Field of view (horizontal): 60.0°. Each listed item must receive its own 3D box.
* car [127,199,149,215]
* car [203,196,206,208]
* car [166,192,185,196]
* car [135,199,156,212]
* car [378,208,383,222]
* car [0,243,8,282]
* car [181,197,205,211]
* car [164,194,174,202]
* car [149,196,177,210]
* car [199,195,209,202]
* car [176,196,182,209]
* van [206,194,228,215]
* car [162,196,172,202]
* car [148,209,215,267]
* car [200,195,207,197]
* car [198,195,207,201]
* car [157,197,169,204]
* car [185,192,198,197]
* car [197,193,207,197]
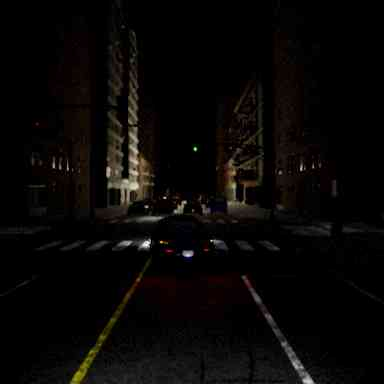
[{"bbox_3d":[-5.395,1.549,33.580,2.008,1.369,4.403,0,0,0],"label":"car"},{"bbox_3d":[2.628,1.581,44.952,1.802,1.307,4.206,0,0,0],"label":"car"},{"bbox_3d":[-2.761,1.217,54.007,2.150,2.045,5.566,0,0,0],"label":"car"},{"bbox_3d":[-5.396,1.543,39.262,1.887,1.381,4.507,0,0,0],"label":"car"},{"bbox_3d":[15.144,1.324,21.436,5.566,2.045,2.150,0,0,0],"label":"car"},{"bbox_3d":[-5.389,1.551,6.498,2.008,1.369,4.403,0,0,0],"label":"car"},{"bbox_3d":[0.094,1.525,33.296,1.812,1.442,4.674,0,0,0],"label":"car"},{"bbox_3d":[-5.404,1.293,79.034,2.192,1.841,5.009,0,0,0],"label":"car"},{"bbox_3d":[-2.843,1.477,33.588,1.882,1.535,5.008,0,0,0],"label":"car"},{"bbox_3d":[2.622,1.423,73.359,1.967,1.590,4.097,0,0,0],"label":"car"},{"bbox_3d":[-2.807,1.546,43.495,2.033,1.411,5.357,0,0,1],"label":"car"},{"bbox_3d":[2.630,1.340,33.590,1.690,1.788,3.998,0,0,0],"label":"van"},{"bbox_3d":[-5.403,1.548,73.353,1.947,1.339,4.313,0,0,0],"label":"car"},{"bbox_3d":[-0.455,1.526,11.436,1.812,1.442,4.674,0,0,-9],"label":"car"},{"bbox_3d":[2.626,1.577,56.315,1.802,1.307,4.206,0,0,0],"label":"car"},{"bbox_3d":[2.620,1.525,84.722,2.008,1.369,4.403,0,0,0],"label":"car"},{"bbox_3d":[-5.400,1.556,61.990,1.947,1.339,4.313,0,0,0],"label":"car"},{"bbox_3d":[-0.013,1.341,63.689,2.097,1.767,4.553,0,0,0],"label":"car"},{"bbox_3d":[2.625,1.306,61.997,2.192,1.841,5.009,0,0,0],"label":"car"}]
